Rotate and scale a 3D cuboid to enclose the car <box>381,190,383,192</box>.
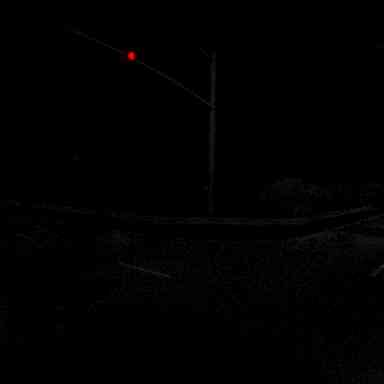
[{"bbox_3d":[29.569,0.475,52.051,2.097,1.767,4.553,0,2,-26],"label":"car"}]
